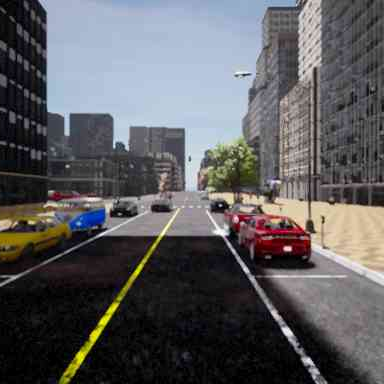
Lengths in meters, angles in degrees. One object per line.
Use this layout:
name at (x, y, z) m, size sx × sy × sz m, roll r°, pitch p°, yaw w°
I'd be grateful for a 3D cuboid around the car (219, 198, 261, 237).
car at (2.706, 1.302, 17.153) m, size 1.967 × 1.590 × 4.097 m, roll 0°, pitch 0°, yaw 0°

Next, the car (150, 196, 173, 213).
car at (-3.034, 1.331, 33.572) m, size 1.895 × 1.301 × 4.718 m, roll 0°, pitch 0°, yaw 0°

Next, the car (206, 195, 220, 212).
car at (2.717, 1.294, 33.771) m, size 1.947 × 1.339 × 4.313 m, roll 0°, pitch 0°, yaw 0°

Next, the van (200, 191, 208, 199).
van at (2.748, 0.721, 77.349) m, size 1.690 × 1.788 × 3.998 m, roll 0°, pitch 0°, yaw 0°

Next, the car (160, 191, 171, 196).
car at (-5.641, 1.051, 66.252) m, size 1.802 × 1.307 × 4.206 m, roll 0°, pitch 0°, yaw 0°

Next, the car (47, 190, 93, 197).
car at (-17.116, 0.723, 46.885) m, size 5.009 × 1.841 × 2.192 m, roll 1°, pitch -1°, yaw -1°

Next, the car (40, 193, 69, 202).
car at (-22.776, 0.896, 55.187) m, size 4.206 × 1.307 × 1.802 m, roll 1°, pitch -1°, yaw -1°

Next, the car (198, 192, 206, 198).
car at (2.754, 0.843, 88.452) m, size 2.008 × 1.369 × 4.403 m, roll 0°, pitch 0°, yaw 0°

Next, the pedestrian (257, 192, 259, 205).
pedestrian at (8.164, 0.835, 41.336) m, size 0.375 × 1.860 × 0.375 m, roll 0°, pitch 0°, yaw 0°

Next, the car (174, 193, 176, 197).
car at (-5.630, 0.887, 82.905) m, size 2.008 × 1.369 × 4.403 m, roll 0°, pitch 0°, yaw 0°

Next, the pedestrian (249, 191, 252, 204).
pedestrian at (7.164, 0.822, 40.737) m, size 0.375 × 1.860 × 0.375 m, roll 0°, pitch 0°, yaw 0°

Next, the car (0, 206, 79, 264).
car at (-5.679, 1.433, 11.450) m, size 1.752 × 1.417 × 4.829 m, roll 0°, pitch 0°, yaw 0°

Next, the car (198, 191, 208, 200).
car at (2.743, 0.948, 71.969) m, size 1.752 × 1.417 × 4.829 m, roll 0°, pitch 0°, yaw 0°

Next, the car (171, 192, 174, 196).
car at (-5.636, 0.740, 71.801) m, size 2.192 × 1.841 × 5.009 m, roll 0°, pitch 0°, yaw 0°

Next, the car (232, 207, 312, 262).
car at (2.702, 1.451, 11.615) m, size 1.887 × 1.381 × 4.507 m, roll 0°, pitch 0°, yaw 0°

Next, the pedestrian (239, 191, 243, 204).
pedestrian at (6.165, 0.804, 41.937) m, size 0.375 × 1.860 × 0.375 m, roll 0°, pitch 0°, yaw 0°

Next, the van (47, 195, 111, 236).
van at (-5.673, 1.203, 17.158) m, size 1.690 × 1.788 × 3.998 m, roll 0°, pitch 0°, yaw 0°

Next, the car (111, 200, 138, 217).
car at (-5.667, 1.339, 28.238) m, size 1.947 × 1.339 × 4.313 m, roll 0°, pitch 0°, yaw 0°
